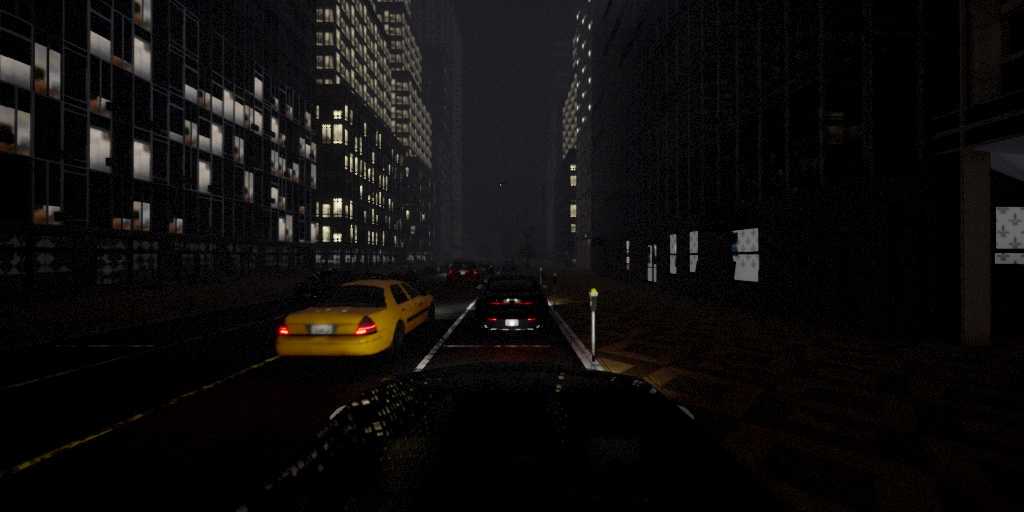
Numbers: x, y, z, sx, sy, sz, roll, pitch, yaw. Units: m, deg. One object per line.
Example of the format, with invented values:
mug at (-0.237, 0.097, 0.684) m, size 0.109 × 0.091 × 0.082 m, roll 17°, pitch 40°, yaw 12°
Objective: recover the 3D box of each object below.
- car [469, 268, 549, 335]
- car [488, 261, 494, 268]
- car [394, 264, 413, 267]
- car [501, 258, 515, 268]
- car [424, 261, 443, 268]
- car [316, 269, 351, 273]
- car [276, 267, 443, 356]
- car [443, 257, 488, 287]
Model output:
car at (0.000, 1.253, 10.499) m, size 1.837 × 1.490 × 4.892 m, roll 0°, pitch 0°, yaw 0°
car at (-3.068, 1.261, 40.956) m, size 1.812 × 1.442 × 4.674 m, roll 0°, pitch 0°, yaw 0°
car at (-8.835, 1.325, 29.033) m, size 1.802 × 1.307 × 4.207 m, roll 0°, pitch 0°, yaw 0°
car at (-0.455, 1.298, 46.099) m, size 1.948 × 1.339 × 4.313 m, roll 0°, pitch 0°, yaw 0°
car at (-8.836, 1.286, 40.419) m, size 2.007 × 1.370 × 4.403 m, roll 0°, pitch 0°, yaw 0°
car at (-8.836, 1.313, 17.650) m, size 1.948 × 1.339 × 4.313 m, roll 0°, pitch 0°, yaw 0°
car at (-3.146, 1.204, 8.504) m, size 1.801 × 1.575 × 5.366 m, roll 0°, pitch 0°, yaw 0°
car at (-3.075, 1.096, 24.658) m, size 2.097 × 1.767 × 4.553 m, roll 0°, pitch 0°, yaw 0°
